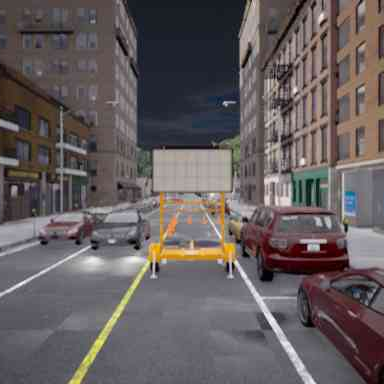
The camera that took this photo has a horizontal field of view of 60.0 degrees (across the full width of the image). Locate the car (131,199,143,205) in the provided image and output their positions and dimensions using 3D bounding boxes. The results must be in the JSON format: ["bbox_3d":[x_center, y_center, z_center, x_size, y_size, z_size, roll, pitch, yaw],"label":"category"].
[{"bbox_3d":[-5.367,1.455,26.181,1.887,1.381,4.507,0,0,0],"label":"car"}]

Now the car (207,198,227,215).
[{"bbox_3d":[2.663,1.475,31.697,1.802,1.307,4.206,0,0,0],"label":"car"}]

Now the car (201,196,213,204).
[{"bbox_3d":[2.685,1.382,59.288,1.947,1.339,4.313,0,0,0],"label":"car"}]

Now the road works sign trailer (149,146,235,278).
[{"bbox_3d":[0.008,0.430,9.990,2.380,3.560,2.880,0,0,0],"label":"road works sign trailer"}]

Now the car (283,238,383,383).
[{"bbox_3d":[2.641,1.567,4.106,1.802,1.307,4.206,0,0,0],"label":"car"}]

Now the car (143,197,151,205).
[{"bbox_3d":[-5.362,1.458,31.700,1.947,1.339,4.313,0,0,0],"label":"car"}]

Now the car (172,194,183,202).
[{"bbox_3d":[-2.707,1.157,62.917,2.097,1.767,4.553,0,0,0],"label":"car"}]

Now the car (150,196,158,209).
[{"bbox_3d":[-5.358,1.426,37.218,2.008,1.369,4.403,0,0,0],"label":"car"}]

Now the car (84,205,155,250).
[{"bbox_3d":[-2.837,1.477,14.107,1.812,1.442,4.674,0,0,0],"label":"car"}]

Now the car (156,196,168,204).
[{"bbox_3d":[-5.340,1.398,59.293,1.802,1.307,4.206,0,0,0],"label":"car"}]

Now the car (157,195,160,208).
[{"bbox_3d":[-5.354,1.300,42.736,1.967,1.590,4.097,0,0,0],"label":"car"}]

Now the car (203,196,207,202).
[{"bbox_3d":[2.671,1.385,42.904,1.752,1.417,4.829,0,0,0],"label":"car"}]

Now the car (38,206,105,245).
[{"bbox_3d":[-5.375,1.530,15.143,1.802,1.307,4.206,0,0,0],"label":"car"}]

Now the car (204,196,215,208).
[{"bbox_3d":[2.667,1.457,37.215,1.802,1.307,4.206,0,0,0],"label":"car"}]

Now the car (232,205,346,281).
[{"bbox_3d":[2.645,1.282,9.624,2.192,1.841,5.009,0,0,0],"label":"car"}]

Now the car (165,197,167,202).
[{"bbox_3d":[-5.345,1.271,53.774,1.967,1.590,4.097,0,0,0],"label":"car"}]

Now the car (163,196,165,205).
[{"bbox_3d":[-5.350,1.371,48.085,1.752,1.417,4.829,0,0,0],"label":"car"}]

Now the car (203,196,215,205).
[{"bbox_3d":[2.680,1.413,53.770,1.802,1.307,4.206,0,0,0],"label":"car"}]

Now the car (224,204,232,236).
[{"bbox_3d":[2.645,1.473,15.310,1.752,1.417,4.829,0,0,0],"label":"car"}]

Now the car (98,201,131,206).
[{"bbox_3d":[-5.371,1.480,20.662,2.008,1.369,4.403,0,0,0],"label":"car"}]
